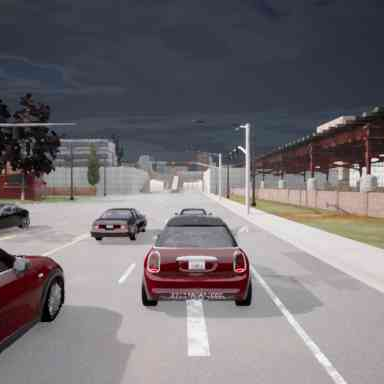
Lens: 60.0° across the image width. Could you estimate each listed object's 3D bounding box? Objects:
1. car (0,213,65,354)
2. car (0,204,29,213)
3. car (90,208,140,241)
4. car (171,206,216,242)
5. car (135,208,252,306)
[{"bbox_3d":[-3.407,1.348,4.347,2.097,1.767,4.553,0,0,0],"label":"car"},{"bbox_3d":[-10.571,1.423,17.864,2.128,1.511,4.902,0,0,0],"label":"car"},{"bbox_3d":[-3.431,1.488,16.420,2.033,1.411,5.357,0,0,0],"label":"car"},{"bbox_3d":[0.070,1.506,16.719,1.994,1.385,4.181,0,0,0],"label":"car"},{"bbox_3d":[0.085,1.337,8.159,2.097,1.767,4.553,0,0,0],"label":"car"}]
